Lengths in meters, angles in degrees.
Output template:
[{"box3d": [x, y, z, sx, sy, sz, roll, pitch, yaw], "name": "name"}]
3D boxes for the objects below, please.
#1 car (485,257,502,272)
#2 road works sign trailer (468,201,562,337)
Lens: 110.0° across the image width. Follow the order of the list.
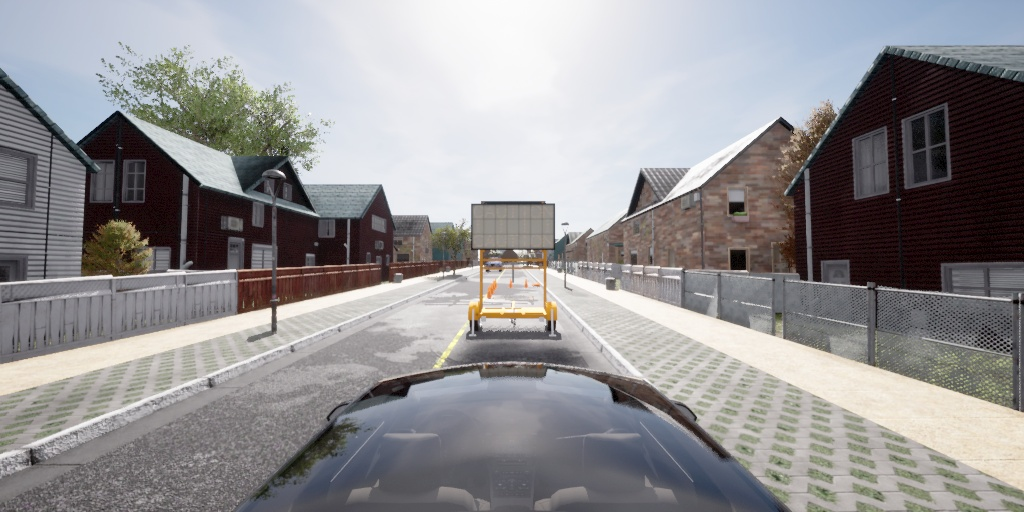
[{"box3d": [-2.551, 1.185, 50.015, 2.150, 2.045, 5.566, 0, 0, 0], "name": "car"}, {"box3d": [0.034, 0.226, 10.362, 2.380, 3.560, 2.880, 0, 0, 1], "name": "road works sign trailer"}]
